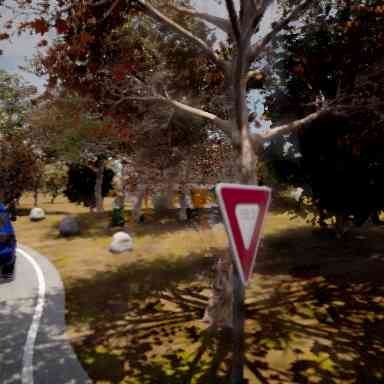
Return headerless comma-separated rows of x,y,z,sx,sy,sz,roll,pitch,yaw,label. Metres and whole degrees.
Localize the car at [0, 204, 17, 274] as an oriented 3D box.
-7.009,1.370,10.762,2.150,2.045,5.566,2,-1,-30,car
